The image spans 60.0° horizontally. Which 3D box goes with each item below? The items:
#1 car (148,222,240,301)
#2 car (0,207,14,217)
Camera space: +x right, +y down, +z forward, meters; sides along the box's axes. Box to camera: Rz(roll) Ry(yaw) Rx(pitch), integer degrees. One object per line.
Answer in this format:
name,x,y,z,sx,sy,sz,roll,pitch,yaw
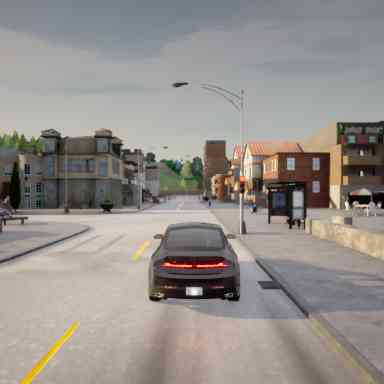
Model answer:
car,0.062,1.505,8.294,1.837,1.490,4.892,0,0,1
car,-16.782,1.526,26.548,4.674,1.442,1.812,0,0,0
